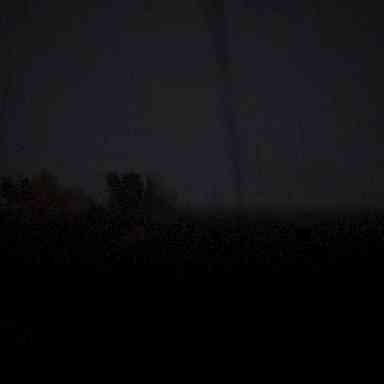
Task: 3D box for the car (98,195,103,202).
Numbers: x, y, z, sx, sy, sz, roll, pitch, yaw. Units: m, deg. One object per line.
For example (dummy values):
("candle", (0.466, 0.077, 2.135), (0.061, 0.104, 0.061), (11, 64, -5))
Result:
("car", (-18.983, 1.505, 66.616), (2.150, 2.045, 5.566), (-1, -1, 36))
